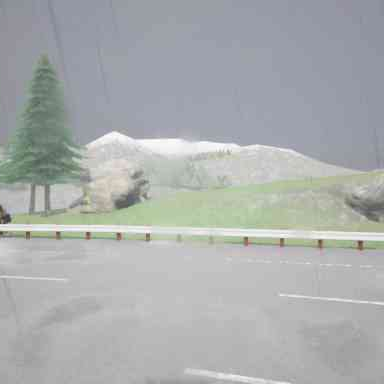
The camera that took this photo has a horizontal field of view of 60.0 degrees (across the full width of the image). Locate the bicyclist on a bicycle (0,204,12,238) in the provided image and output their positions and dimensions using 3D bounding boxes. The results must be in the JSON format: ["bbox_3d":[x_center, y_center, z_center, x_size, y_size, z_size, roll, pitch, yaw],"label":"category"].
[{"bbox_3d":[-9.203,1.435,16.104,0.582,1.620,1.656,1,-5,5],"label":"bicyclist on a bicycle"}]
